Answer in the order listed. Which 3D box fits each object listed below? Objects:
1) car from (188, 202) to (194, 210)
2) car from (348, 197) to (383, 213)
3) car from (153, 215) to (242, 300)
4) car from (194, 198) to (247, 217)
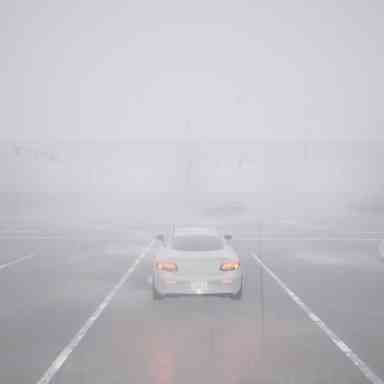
[{"bbox_3d":[2.012,1.482,38.488,4.902,1.511,2.128,0,0,2],"label":"car"},{"bbox_3d":[19.254,1.511,34.523,4.718,1.301,1.895,-1,0,2],"label":"car"},{"bbox_3d":[0.071,1.527,8.277,1.812,1.442,4.674,0,0,-1],"label":"car"},{"bbox_3d":[2.893,1.488,30.006,4.892,1.490,1.837,0,-1,-38],"label":"car"}]
